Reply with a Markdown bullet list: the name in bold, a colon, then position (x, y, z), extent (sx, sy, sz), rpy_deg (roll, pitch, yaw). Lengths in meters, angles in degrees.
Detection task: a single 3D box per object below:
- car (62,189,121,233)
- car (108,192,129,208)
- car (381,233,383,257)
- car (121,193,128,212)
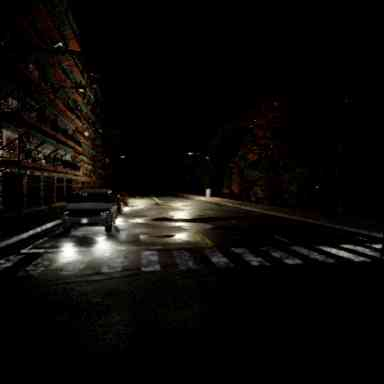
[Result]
- **car**: position (-5.188, 0.883, 17.518), extent (2.150, 2.045, 5.566), rpy_deg (0, 1, -9)
- **car**: position (-8.226, 0.814, 37.507), extent (1.882, 1.535, 5.008), rpy_deg (0, 1, -8)
- **car**: position (6.442, 1.276, 7.280), extent (1.882, 1.535, 5.008), rpy_deg (0, 1, -9)
- **car**: position (-6.719, 0.990, 27.532), extent (2.128, 1.511, 4.902), rpy_deg (0, 1, -9)
